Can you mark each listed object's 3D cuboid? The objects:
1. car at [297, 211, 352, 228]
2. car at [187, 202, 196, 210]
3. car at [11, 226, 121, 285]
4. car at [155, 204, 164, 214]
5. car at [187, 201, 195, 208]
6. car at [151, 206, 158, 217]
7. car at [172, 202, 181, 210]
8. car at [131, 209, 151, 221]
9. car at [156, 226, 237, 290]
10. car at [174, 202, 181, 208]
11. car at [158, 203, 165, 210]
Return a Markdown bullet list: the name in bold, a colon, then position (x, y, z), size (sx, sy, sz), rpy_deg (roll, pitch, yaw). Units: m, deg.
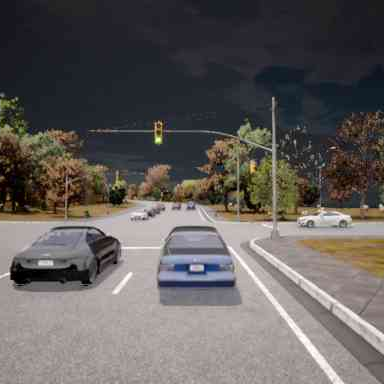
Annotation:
- **car**: position (11.750, 2.427, 29.579), size (4.674, 1.442, 1.812), rpy_deg (0, -3, -1)
- **car**: position (-0.210, 3.341, 77.741), size (2.097, 1.767, 4.553), rpy_deg (0, 0, 0)
- **car**: position (-3.444, 1.689, 9.850), size (1.994, 1.385, 4.181), rpy_deg (0, -1, 0)
- **car**: position (-7.212, 3.561, 64.931), size (2.033, 1.411, 5.357), rpy_deg (0, 0, 0)
- **car**: position (-0.332, 3.277, 87.920), size (1.882, 1.535, 5.008), rpy_deg (0, 0, -4)
- **car**: position (-7.238, 3.492, 55.184), size (1.895, 1.301, 4.718), rpy_deg (0, -1, 0)
- **car**: position (-3.711, 3.516, 78.201), size (1.812, 1.442, 4.674), rpy_deg (0, 0, 0)
- **car**: position (-7.230, 3.163, 46.165), size (1.812, 1.442, 4.674), rpy_deg (0, -2, 0)
- **car**: position (0.064, 1.661, 9.358), size (2.033, 1.411, 5.357), rpy_deg (0, -1, -1)
- **car**: position (-3.856, 3.462, 88.177), size (1.837, 1.490, 4.892), rpy_deg (0, 0, -4)
- **car**: position (-7.202, 3.357, 75.095), size (2.097, 1.767, 4.553), rpy_deg (0, 0, 0)
